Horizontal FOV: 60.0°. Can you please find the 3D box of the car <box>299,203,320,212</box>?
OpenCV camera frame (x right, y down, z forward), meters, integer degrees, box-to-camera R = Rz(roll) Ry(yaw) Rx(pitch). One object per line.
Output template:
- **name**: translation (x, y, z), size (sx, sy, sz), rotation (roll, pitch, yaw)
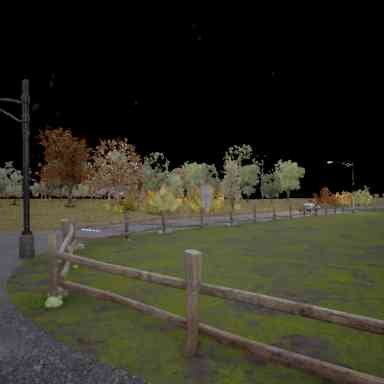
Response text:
- **car**: translation (18.794, 2.449, 53.016), size (2.033, 1.411, 5.357), rotation (-1, -2, 40)
